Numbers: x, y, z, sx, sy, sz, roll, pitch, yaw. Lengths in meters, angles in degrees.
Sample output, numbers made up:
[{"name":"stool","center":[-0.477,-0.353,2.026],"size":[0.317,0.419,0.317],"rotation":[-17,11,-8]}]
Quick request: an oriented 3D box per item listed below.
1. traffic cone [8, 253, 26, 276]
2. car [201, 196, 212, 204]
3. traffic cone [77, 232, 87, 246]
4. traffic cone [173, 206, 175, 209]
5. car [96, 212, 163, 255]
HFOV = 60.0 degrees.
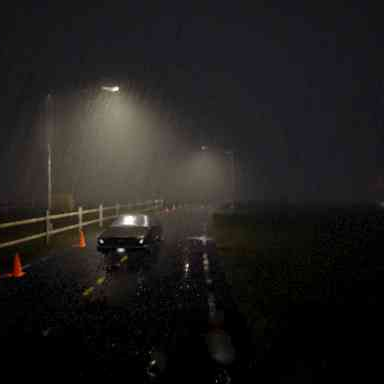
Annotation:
[{"name":"traffic cone","center":[-4.805,1.979,9.128],"size":[0.340,0.580,0.340],"rotation":[0,0,1]},{"name":"car","center":[2.770,1.605,65.430],"size":[1.837,1.490,4.892],"rotation":[0,-1,2]},{"name":"traffic cone","center":[-4.699,1.985,14.165],"size":[0.340,0.580,0.340],"rotation":[0,0,2]},{"name":"traffic cone","center":[-2.408,2.027,44.301],"size":[0.340,0.580,0.340],"rotation":[0,0,7]},{"name":"car","center":[-2.315,1.570,13.793],"size":[2.033,1.411,5.357],"rotation":[0,0,2]}]
